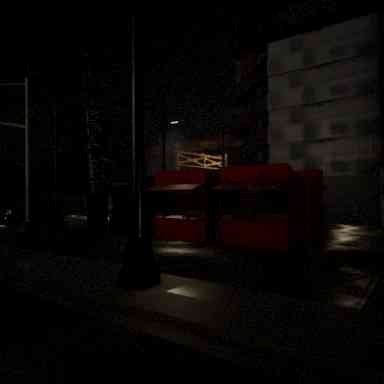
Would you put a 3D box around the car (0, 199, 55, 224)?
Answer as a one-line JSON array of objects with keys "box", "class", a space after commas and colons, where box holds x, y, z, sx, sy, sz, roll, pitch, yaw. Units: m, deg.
[{"box": [-12.922, 1.491, 26.298, 2.097, 1.767, 4.553, -1, -1, 36], "class": "car"}]

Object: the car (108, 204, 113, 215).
[{"box": [-7.210, 1.664, 34.146, 1.812, 1.442, 4.674, -1, -1, 36], "class": "car"}]
